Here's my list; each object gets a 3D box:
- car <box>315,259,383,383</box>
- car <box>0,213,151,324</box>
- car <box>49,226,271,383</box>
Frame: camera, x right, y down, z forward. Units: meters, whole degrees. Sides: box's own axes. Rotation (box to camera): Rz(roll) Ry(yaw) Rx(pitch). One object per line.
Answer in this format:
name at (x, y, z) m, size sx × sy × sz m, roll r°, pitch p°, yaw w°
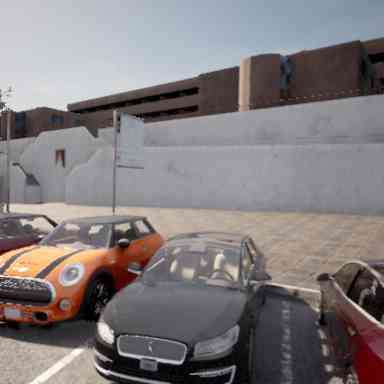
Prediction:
car at (2.663, 1.518, 3.930) m, size 2.163 × 1.488 × 4.792 m, roll 0°, pitch -1°, yaw 16°
car at (-2.213, 1.347, 7.417) m, size 2.185 × 1.767 × 4.553 m, roll 1°, pitch -1°, yaw 15°
car at (0.223, 1.481, 5.648) m, size 2.231 × 1.521 × 4.892 m, roll 1°, pitch -1°, yaw 15°
